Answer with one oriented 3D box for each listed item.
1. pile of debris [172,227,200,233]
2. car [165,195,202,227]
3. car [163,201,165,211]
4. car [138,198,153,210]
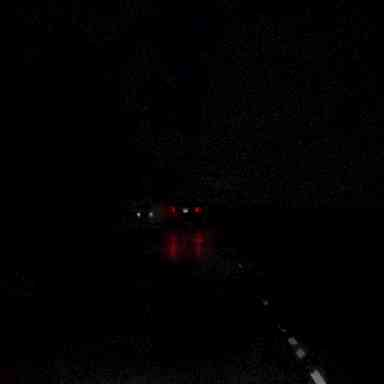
[{"bbox_3d":[-0.392,2.177,18.987,1.500,0.140,1.860,0,0,-3],"label":"pile of debris"},{"bbox_3d":[-0.569,1.226,22.741,2.150,2.045,5.566,0,0,-4],"label":"car"},{"bbox_3d":[-2.583,1.485,41.445,1.882,1.535,5.008,0,0,-8],"label":"car"},{"bbox_3d":[-6.072,1.480,43.339,1.882,1.535,5.008,0,0,-9],"label":"car"}]
